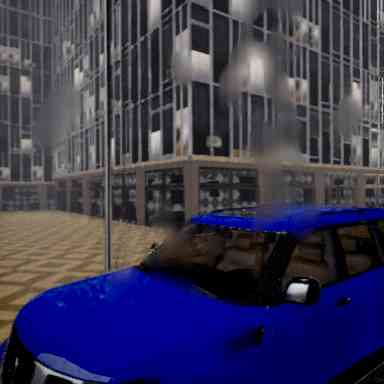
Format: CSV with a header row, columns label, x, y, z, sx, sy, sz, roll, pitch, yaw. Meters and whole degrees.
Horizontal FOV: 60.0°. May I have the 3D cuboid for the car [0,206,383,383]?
label,x,y,z,sx,sy,sz,roll,pitch,yaw
car,0.847,1.229,3.982,5.566,2.045,2.150,0,0,-38
